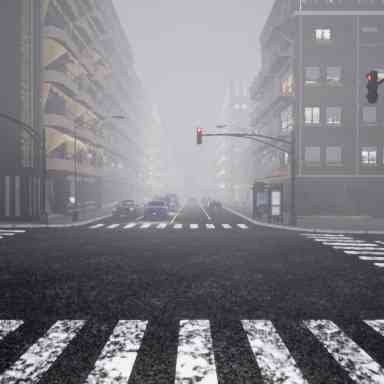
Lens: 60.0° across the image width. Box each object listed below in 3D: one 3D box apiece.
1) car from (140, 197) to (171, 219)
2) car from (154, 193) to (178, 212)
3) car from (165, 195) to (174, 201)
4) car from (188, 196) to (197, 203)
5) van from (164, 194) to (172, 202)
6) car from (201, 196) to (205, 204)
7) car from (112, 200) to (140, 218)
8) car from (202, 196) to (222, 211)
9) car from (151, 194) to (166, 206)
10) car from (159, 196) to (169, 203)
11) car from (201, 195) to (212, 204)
[{"bbox_3d":[-3.096,1.474,29.325,1.882,1.535,5.008,0,0,-1],"label":"car"},{"bbox_3d":[-3.099,1.348,38.953,2.097,1.767,4.553,0,0,0],"label":"car"},{"bbox_3d":[-5.716,1.543,85.631,2.008,1.369,4.403,0,0,0],"label":"car"},{"bbox_3d":[0.079,1.559,69.743,1.994,1.385,4.181,0,0,0],"label":"car"},{"bbox_3d":[-5.715,1.335,79.992,1.690,1.788,3.998,0,0,0],"label":"van"},{"bbox_3d":[2.675,1.541,46.156,1.887,1.381,4.507,0,0,0],"label":"car"},{"bbox_3d":[-5.701,1.437,29.244,1.967,1.590,4.097,0,0,0],"label":"car"},{"bbox_3d":[2.676,1.547,40.518,2.008,1.369,4.403,0,0,0],"label":"car"},{"bbox_3d":[-5.710,1.311,57.437,2.192,1.841,5.009,0,0,0],"label":"car"},{"bbox_3d":[-5.712,1.520,68.545,1.752,1.417,4.829,0,0,0],"label":"car"},{"bbox_3d":[2.670,1.435,63.073,1.967,1.590,4.097,0,0,0],"label":"car"}]
